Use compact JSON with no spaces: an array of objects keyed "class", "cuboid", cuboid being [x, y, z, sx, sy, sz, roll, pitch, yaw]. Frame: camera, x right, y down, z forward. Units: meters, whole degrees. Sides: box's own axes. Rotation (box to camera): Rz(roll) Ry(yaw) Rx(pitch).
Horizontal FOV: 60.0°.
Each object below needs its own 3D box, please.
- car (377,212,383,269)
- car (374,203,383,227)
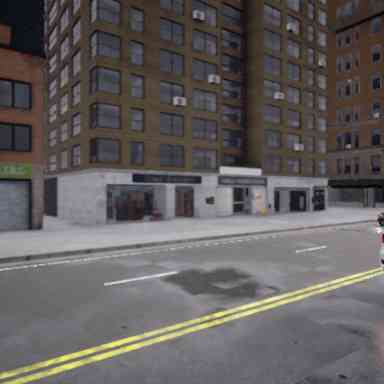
[{"class":"car","cuboid":[6.939,1.188,8.393,5.566,2.045,2.150,0,0,-36]},{"class":"car","cuboid":[13.925,1.447,21.606,4.674,1.442,1.812,0,0,-35]}]
